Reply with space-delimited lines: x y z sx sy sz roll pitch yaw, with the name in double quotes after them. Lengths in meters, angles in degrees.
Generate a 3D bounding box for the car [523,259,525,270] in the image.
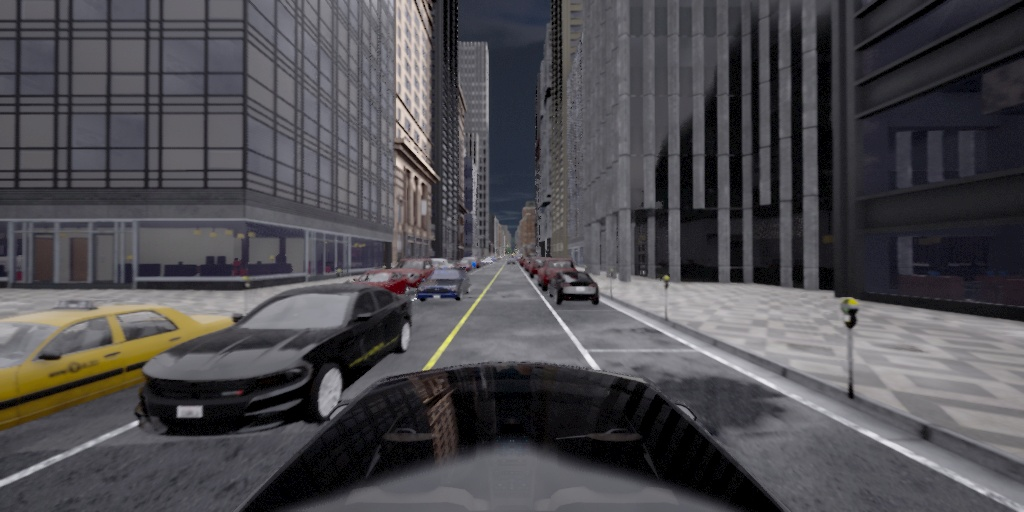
2.595 1.299 44.101 1.802 1.307 4.207 0 0 0 "car"

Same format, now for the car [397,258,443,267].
-5.889 1.072 21.588 2.192 1.841 5.009 0 0 0 "car"

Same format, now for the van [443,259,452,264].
-5.899 1.094 27.213 1.690 1.789 3.998 0 0 0 "van"

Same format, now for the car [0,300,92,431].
-5.857 1.286 4.542 1.751 1.417 4.829 0 0 0 "car"

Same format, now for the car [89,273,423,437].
-3.114 1.234 5.964 1.882 1.535 5.008 0 0 0 "car"

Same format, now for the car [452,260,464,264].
-5.910 1.297 32.838 2.007 1.370 4.403 0 0 0 "car"

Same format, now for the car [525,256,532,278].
2.616 1.049 32.851 2.192 1.841 5.009 0 0 0 "car"

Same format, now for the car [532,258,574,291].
2.637 1.059 21.602 2.192 1.841 5.009 0 0 0 "car"

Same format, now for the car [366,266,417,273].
-5.879 1.305 15.962 1.888 1.381 4.507 0 0 0 "car"

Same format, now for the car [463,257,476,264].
-5.931 1.170 44.088 1.967 1.591 4.097 0 0 0 "car"

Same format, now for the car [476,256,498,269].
-3.077 0.864 44.971 1.812 1.442 4.674 0 0 0 "car"

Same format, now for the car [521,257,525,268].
2.584 1.253 49.725 1.888 1.381 4.507 0 0 0 "car"

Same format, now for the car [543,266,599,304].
2.647 1.312 15.977 1.948 1.339 4.313 0 0 0 "car"

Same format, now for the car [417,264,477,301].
-3.114 1.301 17.513 2.033 1.411 5.357 0 0 0 "car"

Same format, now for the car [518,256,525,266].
2.563 1.003 60.974 2.192 1.841 5.009 0 0 0 "car"
